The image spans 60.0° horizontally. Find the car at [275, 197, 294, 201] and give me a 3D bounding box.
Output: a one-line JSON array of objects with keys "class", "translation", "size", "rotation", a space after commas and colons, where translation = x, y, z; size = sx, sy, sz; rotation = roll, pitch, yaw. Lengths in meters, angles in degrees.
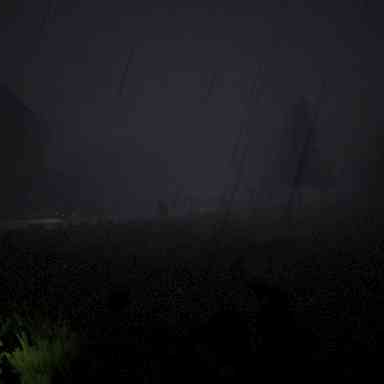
[{"class": "car", "translation": [14.862, 1.452, 53.424], "size": [1.895, 1.301, 4.718], "rotation": [0, 0, 36]}]

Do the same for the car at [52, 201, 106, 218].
[{"class": "car", "translation": [-8.871, 1.413, 26.384], "size": [1.994, 1.385, 4.181], "rotation": [0, 0, 36]}]

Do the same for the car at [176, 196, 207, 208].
[{"class": "car", "translation": [-0.352, 1.303, 43.255], "size": [1.816, 1.474, 4.193], "rotation": [7, 4, 33]}]

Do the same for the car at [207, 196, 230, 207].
[{"class": "car", "translation": [3.136, 1.355, 43.159], "size": [1.837, 1.490, 4.892], "rotation": [0, 0, 36]}]

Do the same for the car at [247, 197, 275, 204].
[{"class": "car", "translation": [9.182, 1.376, 45.385], "size": [1.812, 1.442, 4.674], "rotation": [0, 0, 36]}]

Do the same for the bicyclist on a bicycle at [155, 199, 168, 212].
[{"class": "bicyclist on a bicycle", "translation": [-2.163, 1.360, 23.520], "size": [1.656, 1.620, 0.582], "rotation": [3, 2, 35]}]
